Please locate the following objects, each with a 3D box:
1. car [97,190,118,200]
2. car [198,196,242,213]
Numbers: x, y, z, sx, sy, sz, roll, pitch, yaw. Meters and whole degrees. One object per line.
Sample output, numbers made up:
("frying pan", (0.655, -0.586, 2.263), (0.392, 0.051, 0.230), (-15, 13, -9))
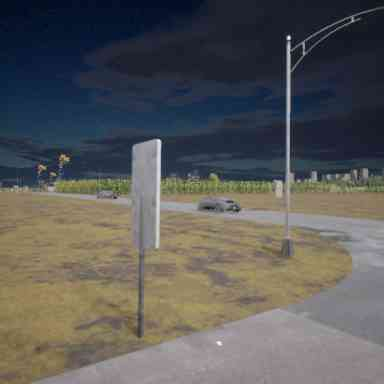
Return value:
("car", (-12.761, 0.457, 50.190), (1.994, 1.385, 4.181), (1, 0, -35))
("car", (2.317, 1.049, 28.584), (1.994, 1.385, 4.181), (1, 0, -35))
